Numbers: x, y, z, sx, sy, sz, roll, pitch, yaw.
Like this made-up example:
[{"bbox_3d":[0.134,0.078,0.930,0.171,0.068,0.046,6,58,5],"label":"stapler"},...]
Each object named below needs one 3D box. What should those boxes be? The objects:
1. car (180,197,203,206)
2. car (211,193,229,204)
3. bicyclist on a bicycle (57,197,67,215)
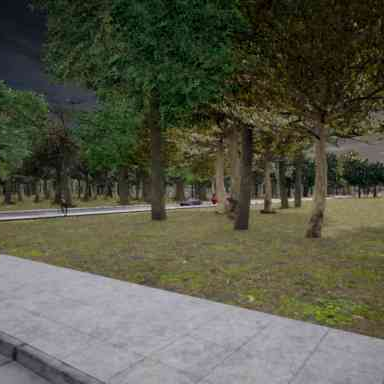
[{"bbox_3d":[-0.038,1.535,51.913,1.994,1.385,4.181,0,0,36],"label":"car"},{"bbox_3d":[5.647,1.191,59.925,2.150,2.045,5.566,0,0,36],"label":"car"},{"bbox_3d":[-11.864,1.292,30.360,1.656,1.620,0.582,0,0,36],"label":"bicyclist on a bicycle"}]
